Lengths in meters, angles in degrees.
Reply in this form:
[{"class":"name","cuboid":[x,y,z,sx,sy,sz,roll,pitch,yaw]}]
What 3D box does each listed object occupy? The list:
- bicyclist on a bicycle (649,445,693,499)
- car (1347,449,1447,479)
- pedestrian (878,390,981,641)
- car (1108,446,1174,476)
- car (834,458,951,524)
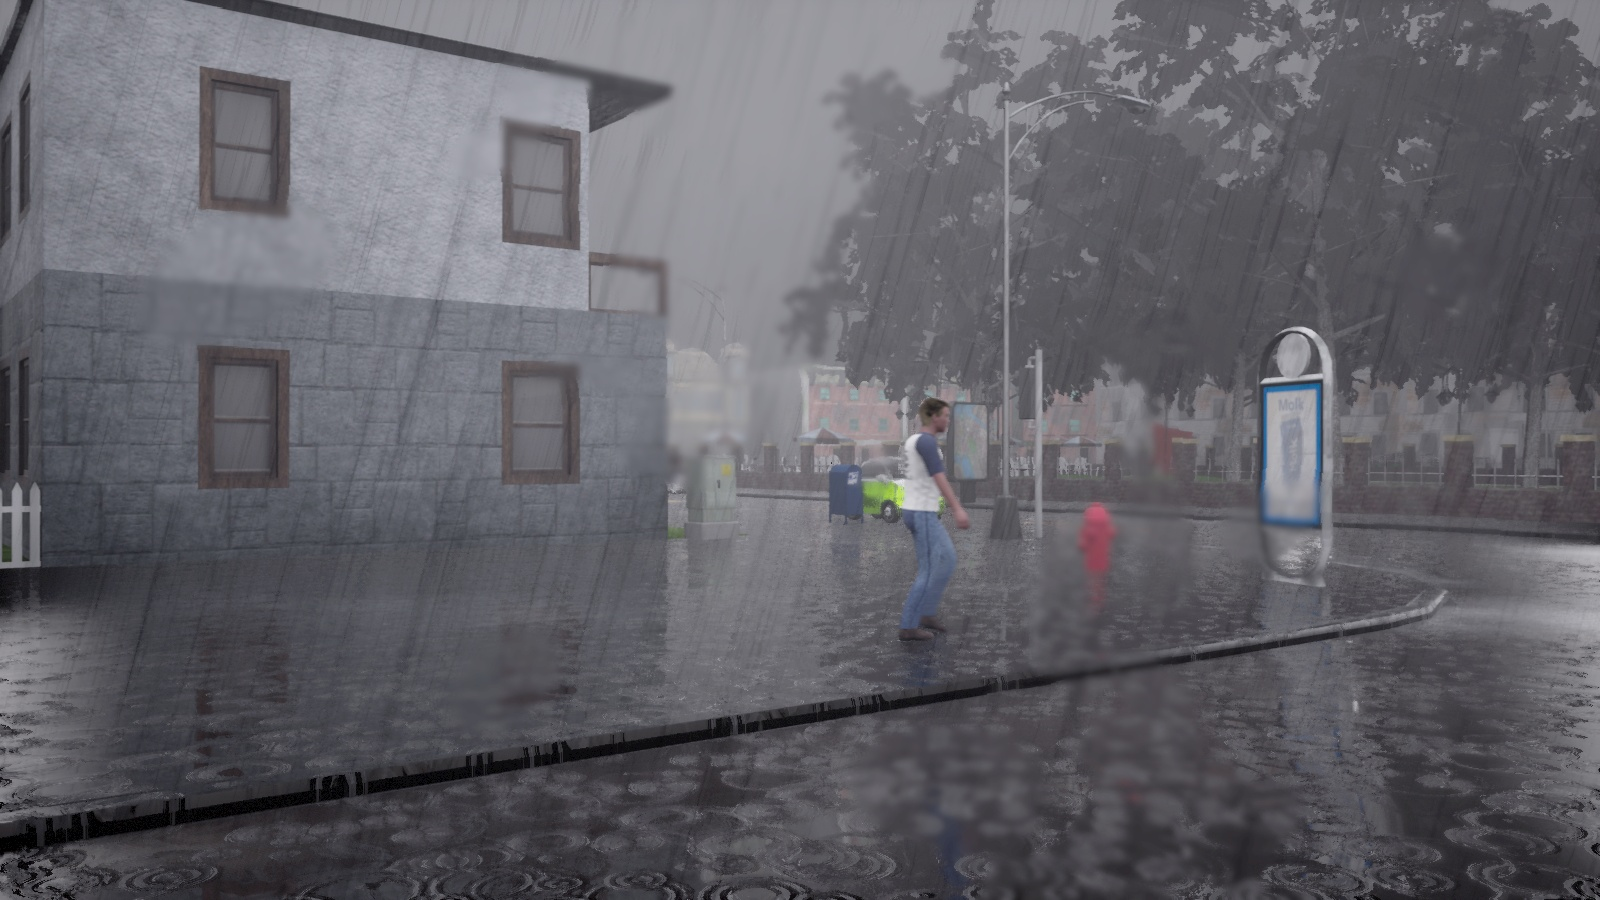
[{"class":"bicyclist on a bicycle","cuboid":[-4.418,0.735,42.869,0.659,1.776,1.843,0,0,-37]},{"class":"car","cuboid":[34.629,0.795,72.902,2.033,1.649,4.856,0,0,-37]},{"class":"pedestrian","cuboid":[0.962,0.477,9.393,0.706,1.836,0.354,0,0,-6]},{"class":"car","cuboid":[22.387,0.710,82.533,1.905,1.878,3.866,0,0,-37]},{"class":"car","cuboid":[2.009,0.867,27.653,1.481,1.376,2.207,0,-1,-37]}]
